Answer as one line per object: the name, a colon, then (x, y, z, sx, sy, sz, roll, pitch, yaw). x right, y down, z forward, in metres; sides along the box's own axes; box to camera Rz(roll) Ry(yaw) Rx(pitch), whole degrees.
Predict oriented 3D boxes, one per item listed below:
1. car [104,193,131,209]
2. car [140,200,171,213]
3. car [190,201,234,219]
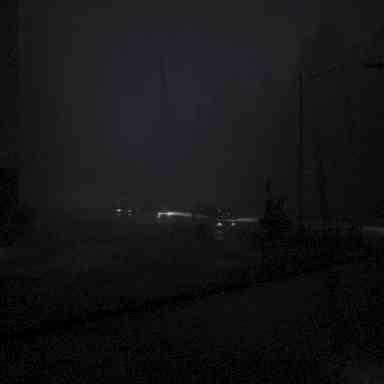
car: (-10.413, 1.221, 46.220, 2.150, 2.045, 5.566, 0, 0, -35)
car: (-4.170, 1.564, 37.481, 1.994, 1.385, 4.181, 0, 0, -35)
car: (1.641, 1.526, 29.400, 1.812, 1.442, 4.674, 0, 0, -36)
